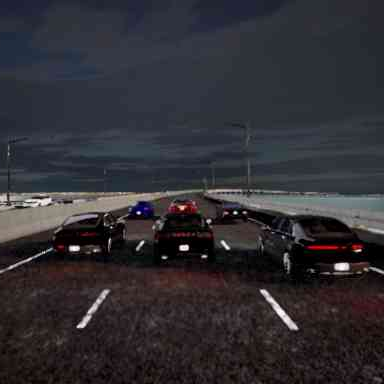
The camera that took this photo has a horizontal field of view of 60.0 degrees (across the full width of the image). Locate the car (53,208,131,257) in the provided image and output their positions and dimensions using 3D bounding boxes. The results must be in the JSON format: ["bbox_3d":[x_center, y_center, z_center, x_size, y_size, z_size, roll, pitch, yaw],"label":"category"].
[{"bbox_3d":[-3.821,1.524,13.028,1.837,1.490,4.892,-1,1,-2],"label":"car"}]

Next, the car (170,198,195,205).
[{"bbox_3d":[-0.782,1.249,27.651,2.097,1.767,4.553,-1,0,-1],"label":"car"}]

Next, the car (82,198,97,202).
[{"bbox_3d":[-15.478,1.621,50.727,2.033,1.411,5.357,-1,0,-1],"label":"car"}]

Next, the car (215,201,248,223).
[{"bbox_3d":[2.794,1.393,24.285,2.033,1.411,5.357,-1,0,-1],"label":"car"}]

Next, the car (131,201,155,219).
[{"bbox_3d":[-4.309,1.485,28.825,1.812,1.442,4.674,-1,0,-1],"label":"car"}]

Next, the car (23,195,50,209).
[{"bbox_3d":[-22.450,1.437,48.612,2.150,2.045,5.566,-1,0,-1],"label":"car"}]

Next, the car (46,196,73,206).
[{"bbox_3d":[-18.949,1.640,48.756,2.128,1.511,4.902,-1,0,-1],"label":"car"}]

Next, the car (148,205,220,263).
[{"bbox_3d":[-0.287,1.434,11.901,1.882,1.535,5.008,-1,0,-2],"label":"car"}]

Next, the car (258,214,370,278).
[{"bbox_3d":[3.268,1.403,9.812,1.837,1.490,4.892,-1,0,-1],"label":"car"}]
